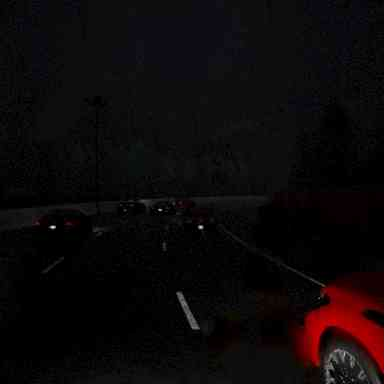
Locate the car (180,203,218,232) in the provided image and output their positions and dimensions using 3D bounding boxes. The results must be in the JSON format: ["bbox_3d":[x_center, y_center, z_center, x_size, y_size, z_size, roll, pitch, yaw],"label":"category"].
[{"bbox_3d":[0.397,1.601,20.238,1.895,1.301,4.718,0,0,-2],"label":"car"}]

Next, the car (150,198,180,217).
[{"bbox_3d":[-2.638,1.564,31.541,1.994,1.385,4.181,0,0,5],"label":"car"}]

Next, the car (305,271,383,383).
[{"bbox_3d":[2.887,1.220,1.627,2.150,2.045,5.566,0,0,-14],"label":"car"}]

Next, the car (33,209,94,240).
[{"bbox_3d":[-6.403,1.563,16.994,1.994,1.385,4.181,0,0,-4],"label":"car"}]

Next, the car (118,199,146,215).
[{"bbox_3d":[-5.981,1.491,33.480,2.128,1.511,4.902,0,0,6],"label":"car"}]

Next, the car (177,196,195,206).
[{"bbox_3d":[-0.924,1.352,42.421,2.097,1.767,4.553,0,0,13],"label":"car"}]
